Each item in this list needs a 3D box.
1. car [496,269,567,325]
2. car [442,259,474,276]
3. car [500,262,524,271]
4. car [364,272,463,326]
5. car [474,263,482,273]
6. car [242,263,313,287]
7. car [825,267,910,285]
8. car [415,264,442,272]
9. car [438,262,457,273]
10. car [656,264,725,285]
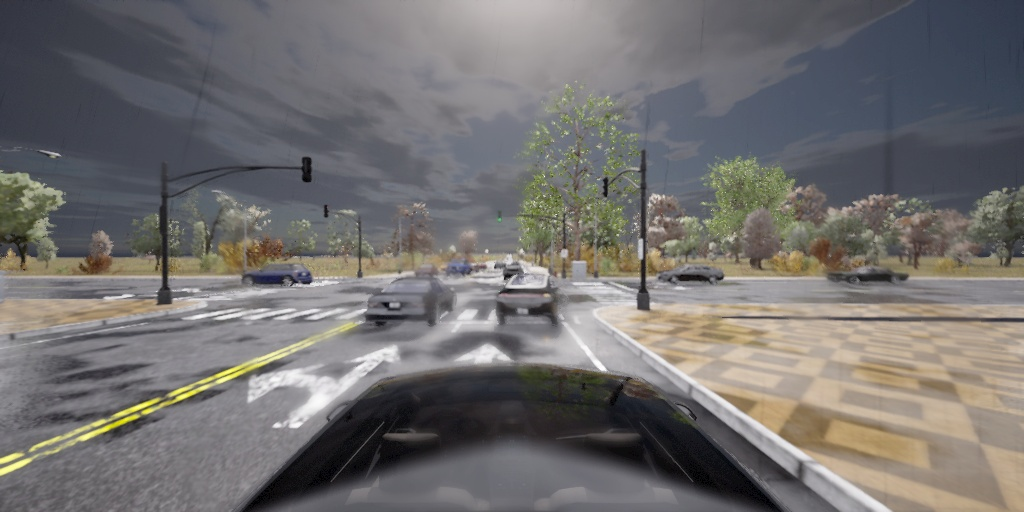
[{"bbox_3d":[0.770,1.354,12.274,2.128,1.511,4.902,-1,-1,11],"label":"car"},{"bbox_3d":[-6.398,1.365,43.301,2.150,2.045,5.566,0,-1,3],"label":"car"},{"bbox_3d":[0.110,1.547,33.953,1.837,1.490,4.892,0,-1,1],"label":"car"},{"bbox_3d":[-3.138,1.408,12.123,2.033,1.411,5.357,0,-1,0],"label":"car"},{"bbox_3d":[-6.198,1.809,54.621,1.994,1.385,4.181,0,-1,1],"label":"car"},{"bbox_3d":[-17.330,1.333,26.495,4.553,1.767,2.097,0,0,7],"label":"car"},{"bbox_3d":[26.852,1.494,27.245,4.718,1.301,1.895,0,0,3],"label":"car"},{"bbox_3d":[-9.722,1.650,41.266,1.812,1.442,4.674,0,-1,1],"label":"car"},{"bbox_3d":[-9.486,1.709,53.183,1.882,1.535,5.008,0,0,1],"label":"car"},{"bbox_3d":[13.795,1.404,27.879,4.902,1.511,2.128,0,0,3],"label":"car"}]
